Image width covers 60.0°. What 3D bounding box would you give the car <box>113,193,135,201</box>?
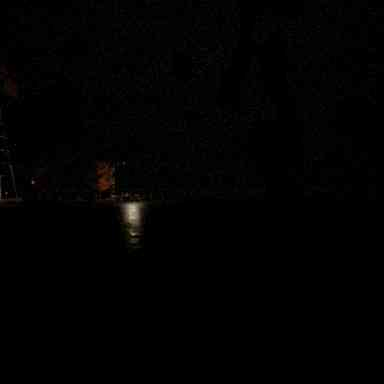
[{"bbox_3d":[-13.617,1.027,66.669,1.837,1.490,4.892,1,1,38],"label":"car"}]
